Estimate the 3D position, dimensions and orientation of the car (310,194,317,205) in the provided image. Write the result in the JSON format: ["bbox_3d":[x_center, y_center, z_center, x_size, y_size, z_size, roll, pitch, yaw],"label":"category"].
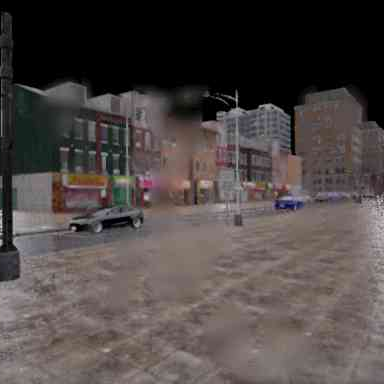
[{"bbox_3d":[15.083,1.154,45.409,2.008,1.369,4.403,0,0,36],"label":"car"}]

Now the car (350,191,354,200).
[{"bbox_3d":[31.308,1.002,68.105,1.752,1.417,4.829,-1,0,36],"label":"car"}]

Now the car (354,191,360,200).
[{"bbox_3d":[34.670,0.772,72.810,2.192,1.841,5.009,-1,0,36],"label":"car"}]

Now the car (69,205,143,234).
[{"bbox_3d":[-4.504,1.387,18.010,1.947,1.339,4.313,0,0,36],"label":"car"}]

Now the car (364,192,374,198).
[{"bbox_3d":[40.954,0.756,77.070,2.033,1.411,5.357,-1,0,36],"label":"car"}]

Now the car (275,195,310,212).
[{"bbox_3d":[10.061,1.123,33.859,1.882,1.535,5.008,-1,0,36],"label":"car"}]

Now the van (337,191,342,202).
[{"bbox_3d":[24.876,0.862,59.110,1.690,1.788,3.998,0,0,36],"label":"van"}]

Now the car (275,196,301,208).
[{"bbox_3d":[11.819,1.217,40.843,1.802,1.307,4.206,0,0,36],"label":"car"}]

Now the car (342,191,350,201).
[{"bbox_3d":[28.140,0.813,63.677,2.192,1.841,5.009,-1,0,36],"label":"car"}]

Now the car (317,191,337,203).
[{"bbox_3d":[21.611,0.861,54.543,2.192,1.841,5.009,0,0,36],"label":"car"}]
